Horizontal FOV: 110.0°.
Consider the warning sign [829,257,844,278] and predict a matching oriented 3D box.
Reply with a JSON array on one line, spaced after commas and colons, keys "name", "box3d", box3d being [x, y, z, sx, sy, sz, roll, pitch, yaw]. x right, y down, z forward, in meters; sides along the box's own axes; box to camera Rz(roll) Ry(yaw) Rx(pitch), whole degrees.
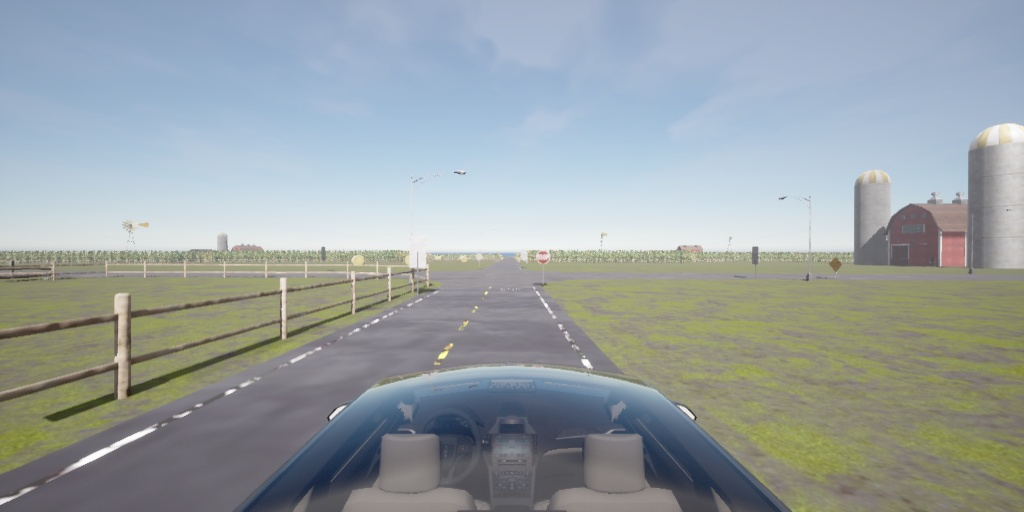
[{"name": "warning sign", "box3d": [29.330, 1.043, 32.465, 1.060, 1.860, 1.300, 0, 0, 0]}]
